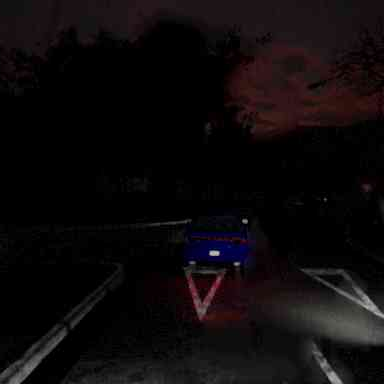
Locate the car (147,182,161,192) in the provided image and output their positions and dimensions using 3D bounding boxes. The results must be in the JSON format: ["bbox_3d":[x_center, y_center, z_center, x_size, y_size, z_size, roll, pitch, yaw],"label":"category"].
[{"bbox_3d":[-7.748,-0.967,67.395,2.150,2.045,5.566,0,1,-12],"label":"car"}]

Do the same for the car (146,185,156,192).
[{"bbox_3d":[-9.610,-0.807,77.645,2.128,1.511,4.902,0,1,-7],"label":"car"}]

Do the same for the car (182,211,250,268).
[{"bbox_3d":[0.838,1.368,11.082,1.882,1.535,5.008,0,2,6],"label":"car"}]

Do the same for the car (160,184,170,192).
[{"bbox_3d":[-6.339,-0.987,77.702,2.097,1.767,4.553,0,1,-7],"label":"car"}]

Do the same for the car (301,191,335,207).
[{"bbox_3d":[12.257,0.648,32.705,2.033,1.411,5.357,0,2,3],"label":"car"}]

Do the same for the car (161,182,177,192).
[{"bbox_3d":[-4.389,-0.976,67.224,2.150,2.045,5.566,0,1,-12],"label":"car"}]
